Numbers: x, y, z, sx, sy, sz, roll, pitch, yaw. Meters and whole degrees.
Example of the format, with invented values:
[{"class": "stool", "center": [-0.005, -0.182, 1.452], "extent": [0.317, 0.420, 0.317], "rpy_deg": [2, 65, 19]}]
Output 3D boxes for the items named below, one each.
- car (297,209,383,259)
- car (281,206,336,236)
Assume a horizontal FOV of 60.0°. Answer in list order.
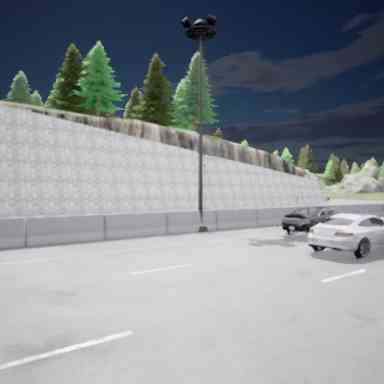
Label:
[{"class": "car", "center": [6.291, 1.527, 12.566], "extent": [4.674, 1.442, 1.812], "rpy_deg": [0, 0, -35]}, {"class": "car", "center": [6.712, 1.493, 17.150], "extent": [4.902, 1.511, 2.128], "rpy_deg": [0, 0, -35]}]
